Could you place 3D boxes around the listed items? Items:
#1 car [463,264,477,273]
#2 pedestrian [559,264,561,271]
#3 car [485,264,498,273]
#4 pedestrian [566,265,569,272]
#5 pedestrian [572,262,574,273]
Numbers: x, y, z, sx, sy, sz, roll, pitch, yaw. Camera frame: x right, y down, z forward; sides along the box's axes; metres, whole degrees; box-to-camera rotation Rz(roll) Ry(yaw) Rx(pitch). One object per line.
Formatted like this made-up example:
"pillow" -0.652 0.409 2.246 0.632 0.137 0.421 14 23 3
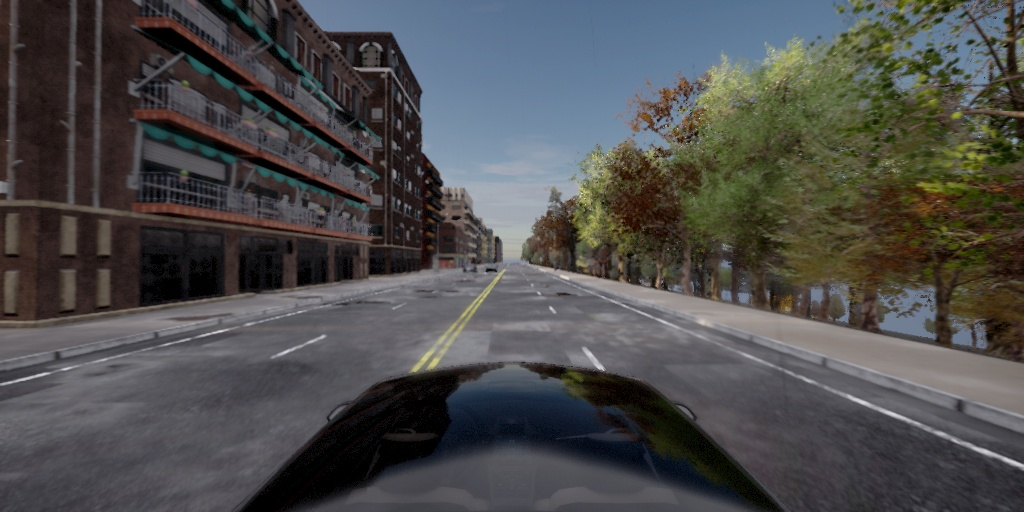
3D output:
"car" -6.521 1.922 55.997 2.128 1.511 4.902 0 -1 1
"pedestrian" 8.018 1.900 59.878 0.375 1.300 0.375 0 -1 0
"car" -3.255 1.958 57.666 1.837 1.490 4.892 0 -1 0
"pedestrian" 9.018 1.985 58.677 0.500 1.100 0.500 0 -1 0
"pedestrian" 10.018 1.801 59.279 0.375 1.860 0.375 0 -1 0
